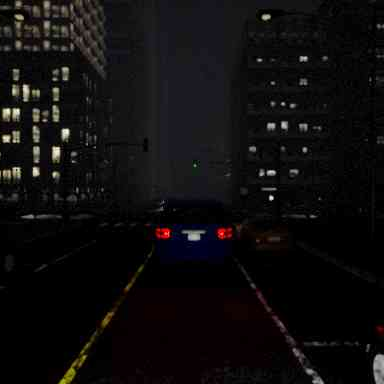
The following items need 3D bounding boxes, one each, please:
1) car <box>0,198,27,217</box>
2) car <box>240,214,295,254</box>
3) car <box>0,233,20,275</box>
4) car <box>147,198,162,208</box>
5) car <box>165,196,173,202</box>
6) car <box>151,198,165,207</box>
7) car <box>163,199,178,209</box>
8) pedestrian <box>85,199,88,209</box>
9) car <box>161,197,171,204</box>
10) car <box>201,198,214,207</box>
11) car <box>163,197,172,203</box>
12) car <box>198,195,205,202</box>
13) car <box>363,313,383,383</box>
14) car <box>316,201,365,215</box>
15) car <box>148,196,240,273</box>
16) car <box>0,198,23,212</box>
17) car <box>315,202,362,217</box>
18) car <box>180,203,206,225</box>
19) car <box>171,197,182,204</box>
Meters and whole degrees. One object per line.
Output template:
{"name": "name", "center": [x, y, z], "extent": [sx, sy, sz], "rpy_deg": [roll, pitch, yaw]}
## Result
{"name": "car", "center": [-17.863, 1.553, 31.196], "extent": [4.181, 1.385, 1.994], "rpy_deg": [0, 1, 1]}
{"name": "car", "center": [2.787, 1.569, 13.580], "extent": [1.752, 1.417, 4.829], "rpy_deg": [-1, 0, 0]}
{"name": "car", "center": [-5.843, 1.571, 7.810], "extent": [1.887, 1.381, 4.507], "rpy_deg": [-1, 0, 0]}
{"name": "car", "center": [-5.780, 1.692, 51.182], "extent": [1.752, 1.417, 4.829], "rpy_deg": [-1, 0, 0]}
{"name": "car", "center": [-5.832, 1.826, 85.279], "extent": [1.887, 1.381, 4.507], "rpy_deg": [-1, 0, 0]}
{"name": "car", "center": [-5.789, 1.752, 57.006], "extent": [1.947, 1.339, 4.313], "rpy_deg": [-1, 0, 0]}
{"name": "car", "center": [-3.166, 1.725, 49.481], "extent": [1.994, 1.385, 4.181], "rpy_deg": [0, 0, 0]}
{"name": "pedestrian", "center": [-12.609, 1.440, 39.866], "extent": [0.500, 1.100, 0.500], "rpy_deg": [0, 0, 1]}
{"name": "car", "center": [-5.814, 1.788, 73.969], "extent": [1.887, 1.381, 4.507], "rpy_deg": [-1, 0, 0]}
{"name": "car", "center": [2.591, 1.736, 57.019], "extent": [2.008, 1.369, 4.403], "rpy_deg": [-1, 0, 0]}
{"name": "car", "center": [-5.823, 1.844, 79.624], "extent": [1.802, 1.307, 4.206], "rpy_deg": [-1, 0, 0]}
{"name": "car", "center": [2.538, 1.740, 90.947], "extent": [1.967, 1.590, 4.097], "rpy_deg": [-1, 0, 0]}
{"name": "car", "center": [2.805, 1.558, 2.121], "extent": [2.008, 1.369, 4.403], "rpy_deg": [-1, 0, 0]}
{"name": "car", "center": [16.259, 1.748, 36.564], "extent": [4.403, 1.369, 2.008], "rpy_deg": [0, 0, 1]}
{"name": "car", "center": [0.078, 1.252, 10.929], "extent": [2.150, 2.045, 5.566], "rpy_deg": [0, -1, 1]}
{"name": "car", "center": [-21.717, 1.406, 37.004], "extent": [4.829, 1.417, 1.752], "rpy_deg": [0, 0, 1]}
{"name": "car", "center": [14.830, 1.784, 33.997], "extent": [4.181, 1.385, 1.994], "rpy_deg": [0, 1, 1]}
{"name": "car", "center": [0.053, 1.608, 25.623], "extent": [1.812, 1.442, 4.674], "rpy_deg": [0, 0, 0]}
{"name": "car", "center": [-3.104, 1.743, 68.995], "extent": [2.128, 1.511, 4.902], "rpy_deg": [0, 0, 0]}
